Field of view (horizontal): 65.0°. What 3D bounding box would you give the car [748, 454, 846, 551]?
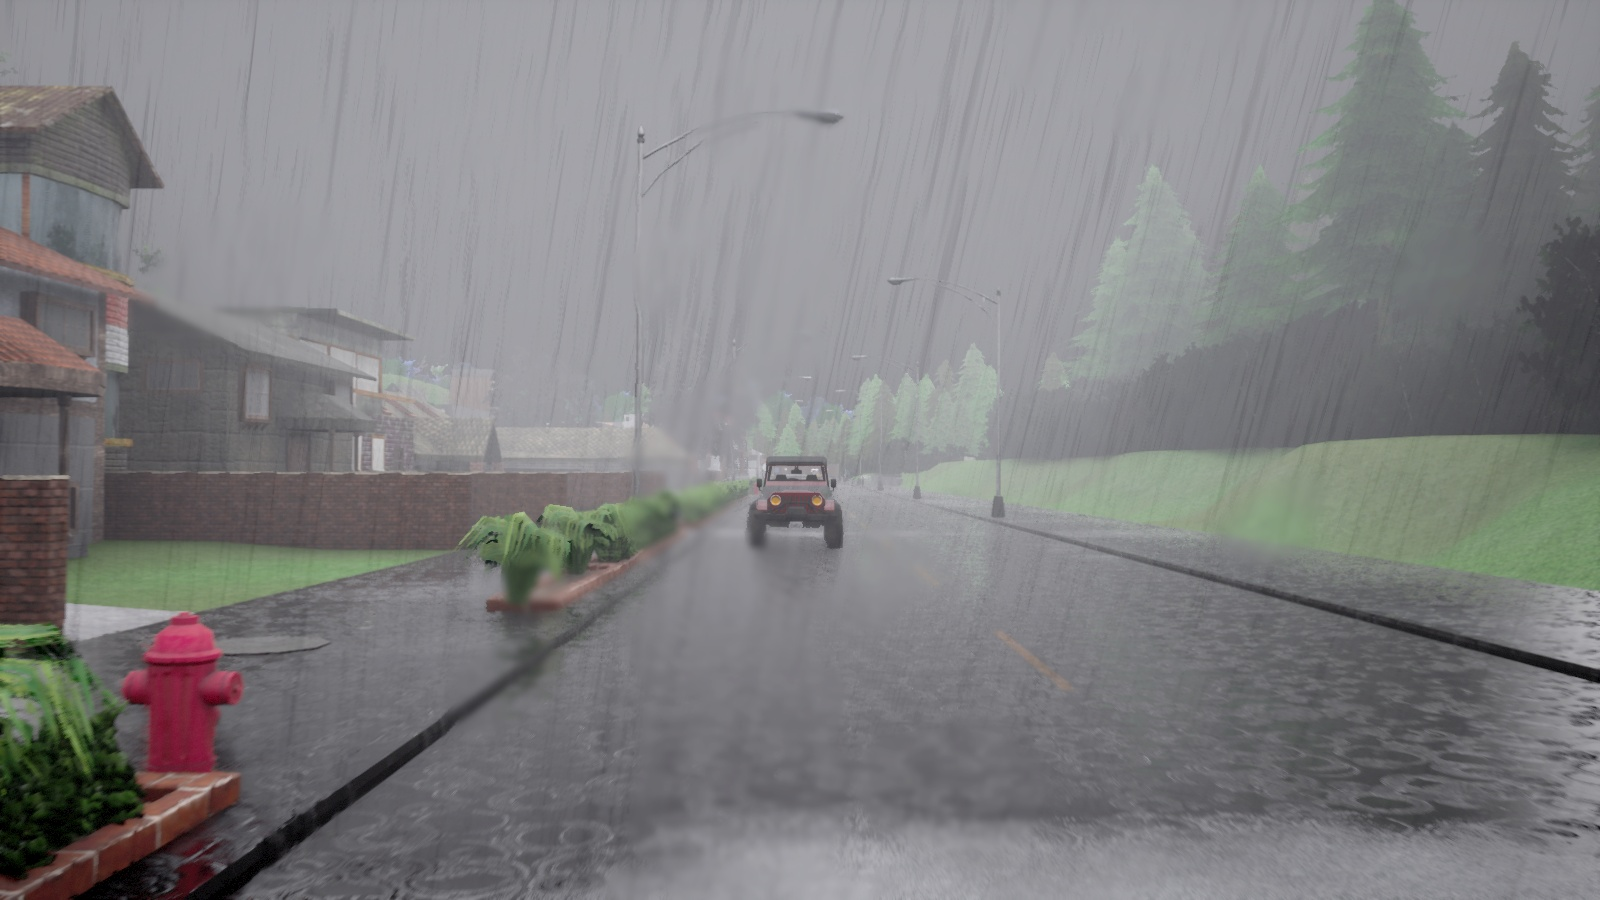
[{"bbox_3d":[-0.065,1.054,26.450,1.905,1.878,3.866,0,-1,0],"label":"car"}]
